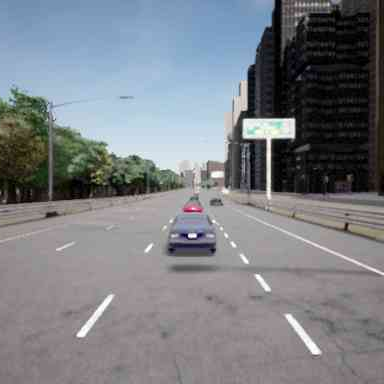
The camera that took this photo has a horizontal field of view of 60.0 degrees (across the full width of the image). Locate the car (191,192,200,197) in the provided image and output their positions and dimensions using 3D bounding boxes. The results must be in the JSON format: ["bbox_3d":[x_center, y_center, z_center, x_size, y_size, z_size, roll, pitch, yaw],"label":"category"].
[{"bbox_3d":[0.484,1.357,68.541,1.837,1.490,4.892,0,0,1],"label":"car"}]

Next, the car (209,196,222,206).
[{"bbox_3d":[3.909,1.439,54.631,1.837,1.490,4.892,0,1,1],"label":"car"}]

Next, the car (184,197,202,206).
[{"bbox_3d":[0.116,1.557,34.016,1.994,1.385,4.181,0,0,0],"label":"car"}]

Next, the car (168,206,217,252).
[{"bbox_3d":[0.018,1.556,13.995,2.033,1.411,5.357,0,0,0],"label":"car"}]
